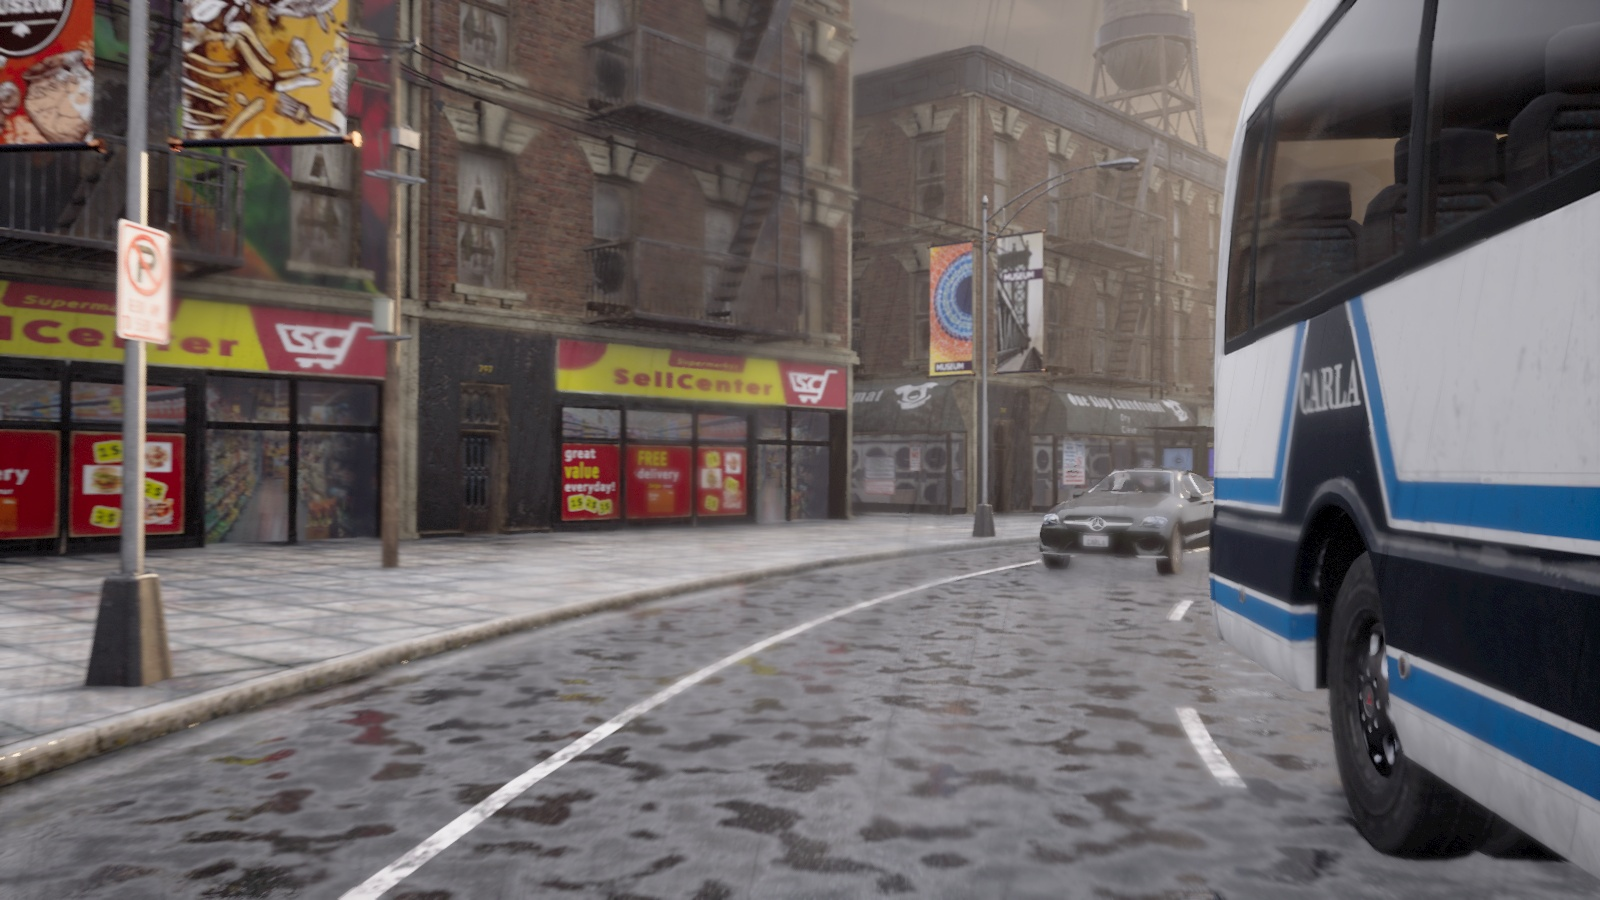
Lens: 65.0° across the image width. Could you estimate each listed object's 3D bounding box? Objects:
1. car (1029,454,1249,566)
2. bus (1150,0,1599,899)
[{"bbox_3d":[5.871,0.931,21.254,2.152,1.651,5.027,-1,-1,33],"label":"car"},{"bbox_3d":[3.493,-0.532,2.436,3.944,4.253,10.273,-1,-1,7],"label":"bus"}]
